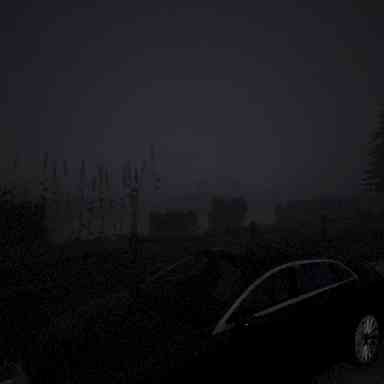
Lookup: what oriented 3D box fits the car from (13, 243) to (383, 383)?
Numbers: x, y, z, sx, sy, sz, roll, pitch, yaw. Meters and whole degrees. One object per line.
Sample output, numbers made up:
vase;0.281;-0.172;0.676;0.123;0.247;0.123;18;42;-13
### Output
car;0.563;1.474;4.108;4.902;1.511;2.128;-1;0;-36
